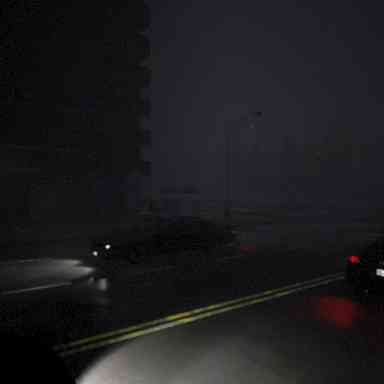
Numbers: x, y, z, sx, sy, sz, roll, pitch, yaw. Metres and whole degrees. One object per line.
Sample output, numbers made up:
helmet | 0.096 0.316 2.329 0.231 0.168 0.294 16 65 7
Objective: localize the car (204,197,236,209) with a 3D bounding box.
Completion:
car | 3.666 1.358 43.897 2.128 1.511 4.902 0 0 -37

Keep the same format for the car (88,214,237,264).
car | -0.843 1.530 11.938 5.357 1.411 2.033 0 0 -35

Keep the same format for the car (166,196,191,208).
car | -2.109 1.354 45.828 1.882 1.535 5.008 0 0 -39

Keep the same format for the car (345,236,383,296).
car | 5.382 1.541 7.593 4.181 1.385 1.994 0 0 -35

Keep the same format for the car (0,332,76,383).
car | -2.729 1.567 1.801 4.181 1.385 1.994 0 0 -36
